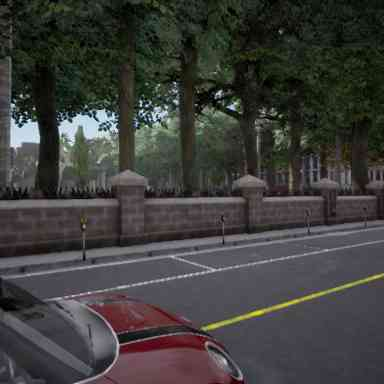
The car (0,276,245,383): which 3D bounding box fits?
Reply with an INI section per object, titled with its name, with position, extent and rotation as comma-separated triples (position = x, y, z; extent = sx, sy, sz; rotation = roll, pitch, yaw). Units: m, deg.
[car]
position = -1.729, 1.347, 2.201
extent = 4.553, 1.767, 2.097
rotation = 0, 0, -35
